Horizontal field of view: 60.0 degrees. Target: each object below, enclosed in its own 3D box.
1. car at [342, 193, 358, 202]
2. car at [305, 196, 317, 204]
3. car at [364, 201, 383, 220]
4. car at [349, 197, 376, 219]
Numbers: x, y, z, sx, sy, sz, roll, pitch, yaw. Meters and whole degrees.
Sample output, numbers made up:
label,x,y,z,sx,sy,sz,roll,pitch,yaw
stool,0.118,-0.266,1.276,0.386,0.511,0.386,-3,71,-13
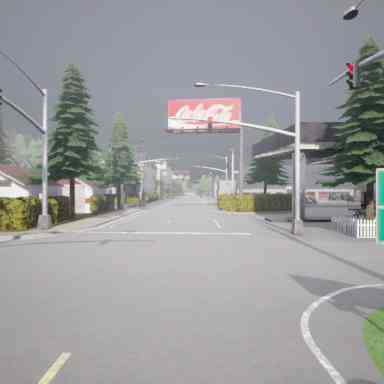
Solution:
label,x,y,z,sx,sy,sz,roll,pitch,yaw
car,34.946,1.489,71.820,2.007,1.523,4.514,0,0,0
car,22.538,1.552,64.035,1.970,1.475,3.806,0,0,0
car,18.712,1.672,30.641,4.611,1.667,2.242,0,0,0
car,14.383,1.504,24.973,3.866,1.878,1.905,0,0,0
